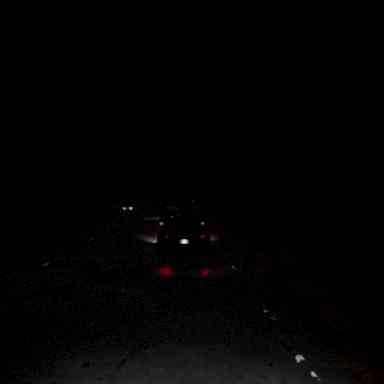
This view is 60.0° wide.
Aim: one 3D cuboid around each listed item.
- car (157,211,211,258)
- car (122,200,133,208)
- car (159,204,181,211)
[{"bbox_3d":[-0.381,1.698,13.473,1.994,1.385,4.181,0,0,-3],"label":"car"},{"bbox_3d":[-12.423,2.226,63.731,2.033,1.411,5.357,0,-1,-16],"label":"car"},{"bbox_3d":[-1.879,1.814,29.058,1.812,1.442,4.674,0,0,-7],"label":"car"}]
